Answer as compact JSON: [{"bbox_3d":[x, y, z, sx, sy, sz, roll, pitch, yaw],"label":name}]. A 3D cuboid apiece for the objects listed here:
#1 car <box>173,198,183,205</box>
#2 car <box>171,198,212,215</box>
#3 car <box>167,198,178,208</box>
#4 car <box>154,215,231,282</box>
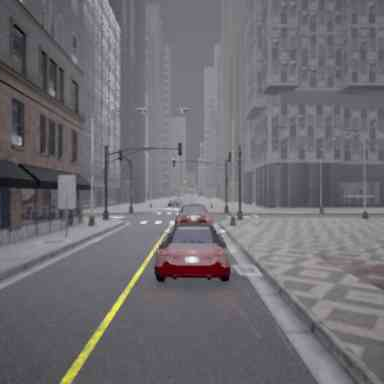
[{"bbox_3d":[-3.022,1.969,71.555,2.033,1.411,5.357,0,0,0],"label":"car"},{"bbox_3d":[0.145,1.460,19.814,2.097,1.767,4.553,0,0,2],"label":"car"},{"bbox_3d":[-3.078,1.929,56.004,1.895,1.301,4.718,0,0,0],"label":"car"},{"bbox_3d":[0.076,1.616,10.000,1.994,1.385,4.181,0,0,2],"label":"car"}]
